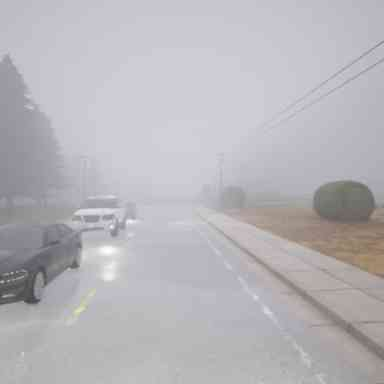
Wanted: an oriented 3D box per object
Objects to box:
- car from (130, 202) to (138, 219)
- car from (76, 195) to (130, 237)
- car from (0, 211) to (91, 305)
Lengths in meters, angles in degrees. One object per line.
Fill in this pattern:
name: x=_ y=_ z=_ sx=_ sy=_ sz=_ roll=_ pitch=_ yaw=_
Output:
car: x=-5.710 y=1.537 z=28.423 sx=1.994 sy=1.385 sz=4.181 roll=-1 pitch=0 yaw=-4
car: x=-4.948 y=1.225 z=18.332 sx=2.150 sy=2.045 sz=5.566 roll=-1 pitch=0 yaw=-5
car: x=-4.170 y=1.512 z=8.357 sx=1.882 sy=1.535 sz=5.008 roll=-1 pitch=0 yaw=-4
